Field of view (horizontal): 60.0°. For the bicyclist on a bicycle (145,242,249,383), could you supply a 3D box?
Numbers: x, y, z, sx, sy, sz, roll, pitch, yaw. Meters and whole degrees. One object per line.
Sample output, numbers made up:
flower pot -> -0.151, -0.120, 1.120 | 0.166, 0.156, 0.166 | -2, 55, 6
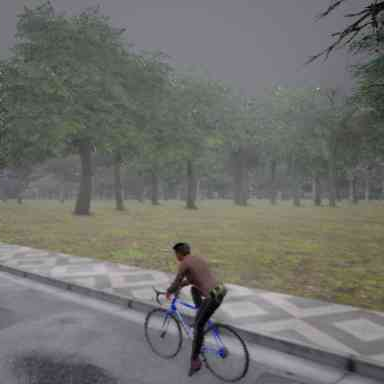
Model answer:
bicyclist on a bicycle -> -0.012, 1.482, 4.283 | 1.656, 1.620, 0.582 | -1, -1, 36
